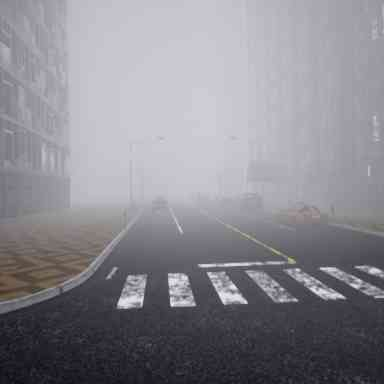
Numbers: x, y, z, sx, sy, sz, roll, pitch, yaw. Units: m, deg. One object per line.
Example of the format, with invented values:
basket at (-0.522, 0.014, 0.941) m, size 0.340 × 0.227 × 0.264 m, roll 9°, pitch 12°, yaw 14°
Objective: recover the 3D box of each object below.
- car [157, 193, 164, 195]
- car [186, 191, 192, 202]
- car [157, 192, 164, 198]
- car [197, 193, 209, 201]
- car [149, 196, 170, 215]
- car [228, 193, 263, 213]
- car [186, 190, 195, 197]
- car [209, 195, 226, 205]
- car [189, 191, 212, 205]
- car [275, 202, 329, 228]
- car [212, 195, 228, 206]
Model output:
car at (-4.591, 1.235, 47.972) m, size 1.802 × 1.307 × 4.206 m, roll 0°, pitch 1°, yaw -5°
car at (0.101, 0.980, 59.808) m, size 1.812 × 1.442 × 4.674 m, roll -1°, pitch 1°, yaw -5°
car at (-8.285, 0.742, 87.296) m, size 1.967 × 1.590 × 4.097 m, roll 0°, pitch 1°, yaw -5°
car at (2.165, 0.905, 65.642) m, size 1.887 × 1.381 × 4.507 m, roll 0°, pitch 1°, yaw -5°
car at (-3.008, 1.365, 31.119) m, size 1.947 × 1.339 × 4.313 m, roll 0°, pitch 1°, yaw -5°
car at (5.327, 0.971, 31.941) m, size 2.192 × 1.841 × 5.009 m, roll 0°, pitch 1°, yaw -5°
car at (-0.474, 0.423, 93.722) m, size 2.192 × 1.841 × 5.009 m, roll 0°, pitch 1°, yaw -5°
car at (3.747, 1.092, 48.792) m, size 1.802 × 1.307 × 4.206 m, roll 0°, pitch 1°, yaw -5°
car at (1.293, 1.057, 47.130) m, size 2.128 × 1.511 × 4.902 m, roll -1°, pitch 0°, yaw -5°
car at (6.409, 1.283, 20.043) m, size 1.752 × 1.417 × 4.829 m, roll -1°, pitch 1°, yaw -5°
car at (4.275, 1.103, 43.175) m, size 1.887 × 1.381 × 4.507 m, roll 0°, pitch 1°, yaw -5°
